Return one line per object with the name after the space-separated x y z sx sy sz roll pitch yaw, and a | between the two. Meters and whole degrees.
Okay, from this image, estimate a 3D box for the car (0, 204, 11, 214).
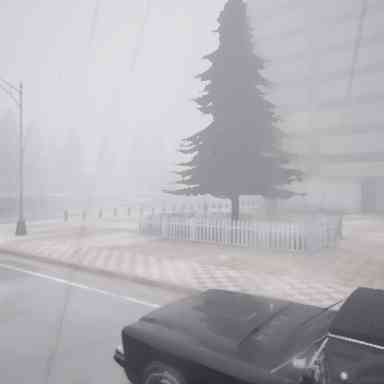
-20.968 1.591 33.299 1.895 1.301 4.718 0 0 36 | car

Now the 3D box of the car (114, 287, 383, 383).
1.510 1.600 2.912 4.718 1.301 1.895 0 0 36 | car

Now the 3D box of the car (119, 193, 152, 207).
-8.460 1.212 50.633 2.150 2.045 5.566 0 0 36 | car
